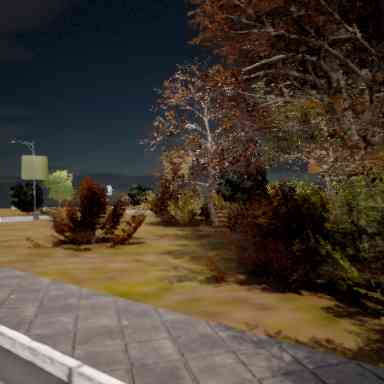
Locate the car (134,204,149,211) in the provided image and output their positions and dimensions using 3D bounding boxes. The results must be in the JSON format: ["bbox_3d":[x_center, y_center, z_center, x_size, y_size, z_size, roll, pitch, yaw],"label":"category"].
[{"bbox_3d":[-8.442,2.695,60.902,1.882,1.535,5.008,-3,-3,33],"label":"car"}]
